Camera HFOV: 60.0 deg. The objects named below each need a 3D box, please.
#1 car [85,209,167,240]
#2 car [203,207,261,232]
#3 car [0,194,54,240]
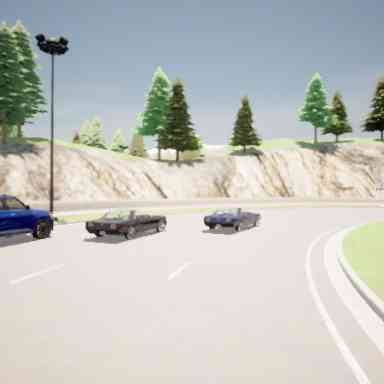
[{"bbox_3d":[-3.027,1.505,16.541,1.895,1.301,4.718,1,0,23],"label":"car"},{"bbox_3d":[2.552,1.544,19.920,1.895,1.301,4.718,1,0,30],"label":"car"},{"bbox_3d":[-8.148,1.090,13.479,2.150,2.045,5.566,0,0,17],"label":"car"}]
